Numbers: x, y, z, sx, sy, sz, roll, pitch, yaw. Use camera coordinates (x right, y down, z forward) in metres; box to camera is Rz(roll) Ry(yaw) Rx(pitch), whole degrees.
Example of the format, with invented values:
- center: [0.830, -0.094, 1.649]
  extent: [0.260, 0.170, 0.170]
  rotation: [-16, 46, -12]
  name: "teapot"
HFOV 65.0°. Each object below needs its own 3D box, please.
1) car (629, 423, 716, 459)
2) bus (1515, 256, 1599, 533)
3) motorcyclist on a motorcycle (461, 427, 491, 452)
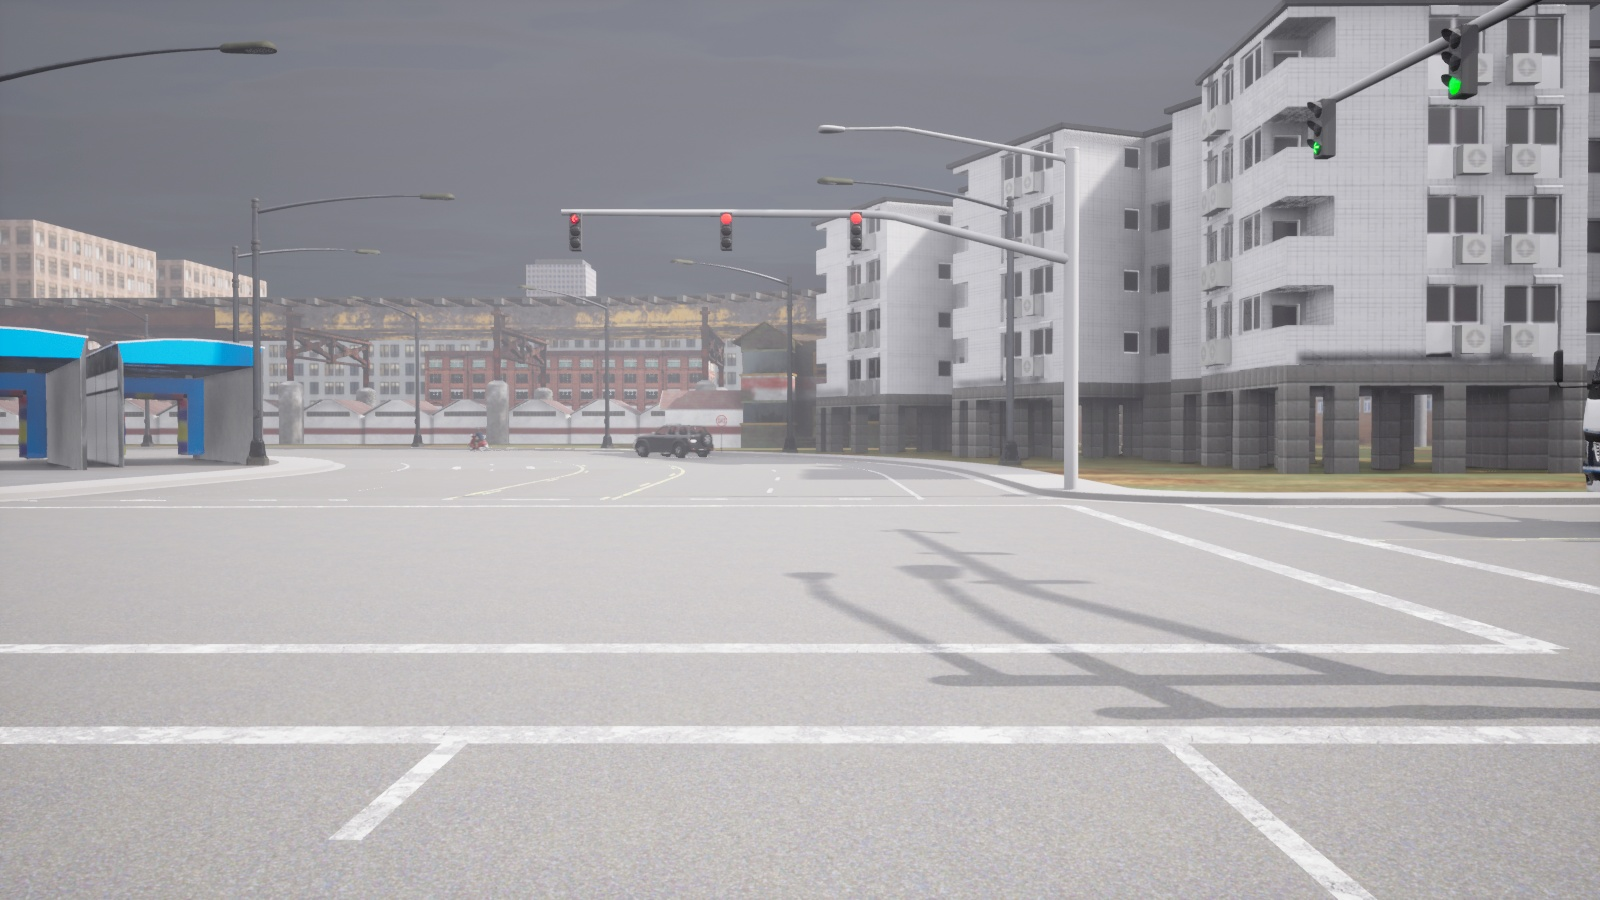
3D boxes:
- center: [-6.794, -0.511, 66.558]
  extent: [4.605, 1.855, 1.932]
  rotation: [1, 1, 40]
  name: "car"
- center: [17.421, -0.860, 19.572]
  extent: [10.273, 4.253, 3.944]
  rotation: [0, 1, -1]
  name: "bus"
- center: [-21.846, -0.703, 84.700]
  extent: [1.817, 1.590, 0.866]
  rotation: [0, 4, 32]
  name: "motorcyclist on a motorcycle"
